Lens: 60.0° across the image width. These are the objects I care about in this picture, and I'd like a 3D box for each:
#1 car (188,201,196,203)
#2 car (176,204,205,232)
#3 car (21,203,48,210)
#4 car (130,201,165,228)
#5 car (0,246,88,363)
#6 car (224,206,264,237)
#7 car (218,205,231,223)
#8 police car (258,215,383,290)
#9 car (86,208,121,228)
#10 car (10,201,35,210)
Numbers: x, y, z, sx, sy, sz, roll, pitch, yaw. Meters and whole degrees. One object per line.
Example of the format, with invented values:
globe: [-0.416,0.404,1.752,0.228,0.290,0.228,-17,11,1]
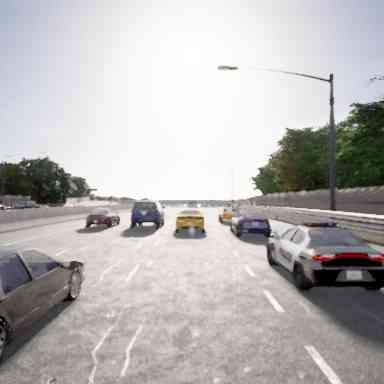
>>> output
car: [-0.029,2.998,73.205,2.150,2.045,5.566,0,-2,0]
car: [-0.106,1.884,23.345,1.882,1.535,5.008,0,-1,1]
car: [-21.086,2.597,45.764,1.895,1.301,4.718,0,-2,0]
car: [-3.411,1.694,26.206,2.150,2.045,5.566,0,-1,0]
car: [-3.406,1.625,5.549,2.033,1.411,5.357,0,-1,0]
car: [3.491,1.853,20.621,2.163,1.488,4.792,0,-1,0]
car: [3.487,2.068,31.792,1.801,1.575,5.366,0,-2,0]
police car: [3.495,1.646,9.578,2.038,1.542,4.974,0,-1,0]
car: [-6.911,1.996,26.108,1.812,1.442,4.674,0,-1,0]
car: [-28.022,2.495,55.529,2.150,2.045,5.566,0,-2,0]
